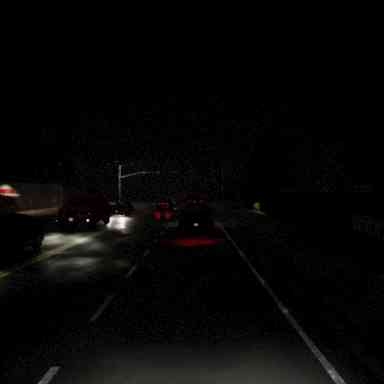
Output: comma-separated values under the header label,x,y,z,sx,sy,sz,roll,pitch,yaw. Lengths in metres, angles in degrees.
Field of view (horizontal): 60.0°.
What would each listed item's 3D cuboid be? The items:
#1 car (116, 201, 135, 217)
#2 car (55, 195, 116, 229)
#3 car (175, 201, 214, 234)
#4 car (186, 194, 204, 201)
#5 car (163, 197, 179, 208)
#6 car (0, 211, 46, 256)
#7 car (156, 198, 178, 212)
label,x,y,z,sx,sy,sz,roll,pitch,yaw
car,-6.785,1.579,31.944,1.994,1.385,4.181,0,0,1
car,-6.928,1.232,21.873,2.150,2.045,5.566,0,0,1
car,0.225,1.486,19.200,1.882,1.535,5.008,0,0,1
car,0.368,1.243,41.722,2.150,2.045,5.566,0,0,1
car,-3.095,1.570,49.833,2.033,1.411,5.357,0,0,1
car,-7.039,1.483,11.886,1.882,1.535,5.008,0,0,1
car,-3.185,1.510,39.522,2.128,1.511,4.902,0,0,1
